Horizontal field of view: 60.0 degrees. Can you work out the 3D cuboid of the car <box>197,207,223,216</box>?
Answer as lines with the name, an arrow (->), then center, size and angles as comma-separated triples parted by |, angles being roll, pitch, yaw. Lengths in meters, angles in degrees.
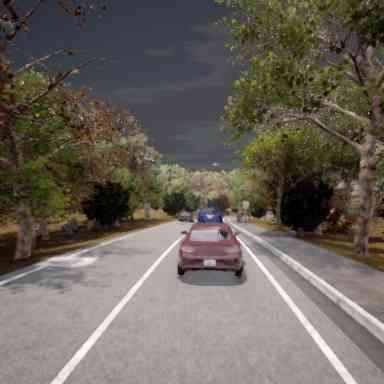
car -> 1.666, 2.381, 30.357 | 2.150, 2.045, 5.566 | 0, -3, 4

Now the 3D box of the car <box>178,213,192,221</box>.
car -> -0.889, 3.744, 49.094 | 2.033, 1.411, 5.357 | 0, -3, 5

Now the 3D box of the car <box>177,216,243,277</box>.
car -> 0.589, 1.698, 10.742 | 1.812, 1.442, 4.674 | 0, -2, 4
